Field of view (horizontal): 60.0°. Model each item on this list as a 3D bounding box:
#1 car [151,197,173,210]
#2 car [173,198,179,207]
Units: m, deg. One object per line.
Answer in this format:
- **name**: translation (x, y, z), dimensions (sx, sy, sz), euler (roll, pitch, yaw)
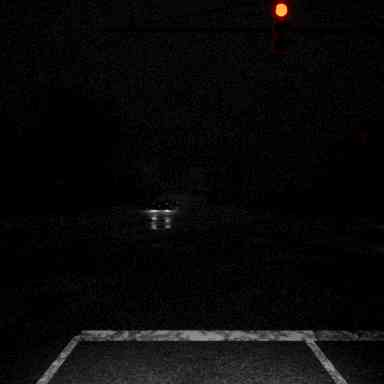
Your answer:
- **car**: translation (-3.499, 1.269, 37.950), dimensions (1.812, 1.442, 4.674), euler (0, -1, 0)
- **car**: translation (-3.500, 1.892, 63.627), dimensions (2.097, 1.767, 4.553), euler (0, -2, 0)
